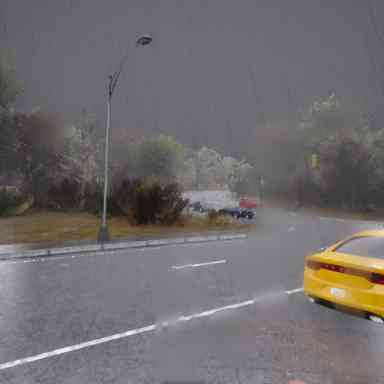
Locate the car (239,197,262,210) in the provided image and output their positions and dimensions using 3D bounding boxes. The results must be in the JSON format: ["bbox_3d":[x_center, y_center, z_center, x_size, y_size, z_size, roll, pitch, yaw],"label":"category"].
[{"bbox_3d":[9.521,1.846,54.565,2.150,2.045,5.566,2,2,-14],"label":"car"}]

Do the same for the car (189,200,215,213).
[{"bbox_3d":[1.515,1.923,44.075,1.837,1.490,4.892,2,0,-18],"label":"car"}]

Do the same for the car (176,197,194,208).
[{"bbox_3d":[-1.236,1.696,53.687,1.994,1.385,4.181,2,2,-14],"label":"car"}]

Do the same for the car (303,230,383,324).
[{"bbox_3d":[4.431,1.544,6.915,5.008,1.535,1.882,1,-1,-35],"label":"car"}]

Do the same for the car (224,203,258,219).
[{"bbox_3d":[4.706,2.145,35.463,1.895,1.301,4.718,3,-1,-22],"label":"car"}]
